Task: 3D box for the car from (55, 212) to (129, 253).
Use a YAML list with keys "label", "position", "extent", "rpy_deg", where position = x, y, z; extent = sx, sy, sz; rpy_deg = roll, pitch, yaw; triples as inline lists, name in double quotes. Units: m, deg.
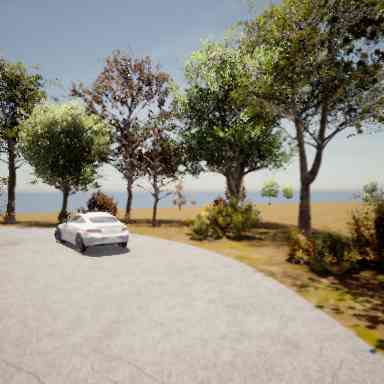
- label: "car"
  position: [-4.277, 1.564, 14.050]
  extent: [1.812, 1.442, 4.674]
  rpy_deg: [0, -1, -36]
